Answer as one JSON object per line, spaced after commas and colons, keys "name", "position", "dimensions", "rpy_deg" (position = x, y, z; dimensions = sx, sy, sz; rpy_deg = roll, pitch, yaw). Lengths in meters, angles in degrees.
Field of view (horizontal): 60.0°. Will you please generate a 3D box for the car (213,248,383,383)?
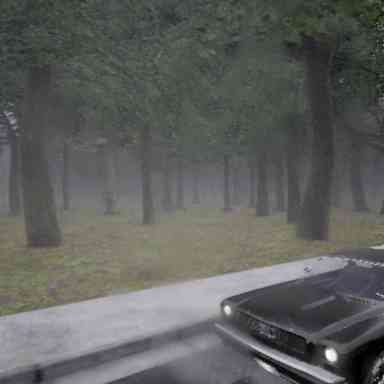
{"name": "car", "position": [2.620, 1.613, 4.936], "dimensions": [4.718, 1.301, 1.895], "rpy_deg": [0, 0, -35]}
